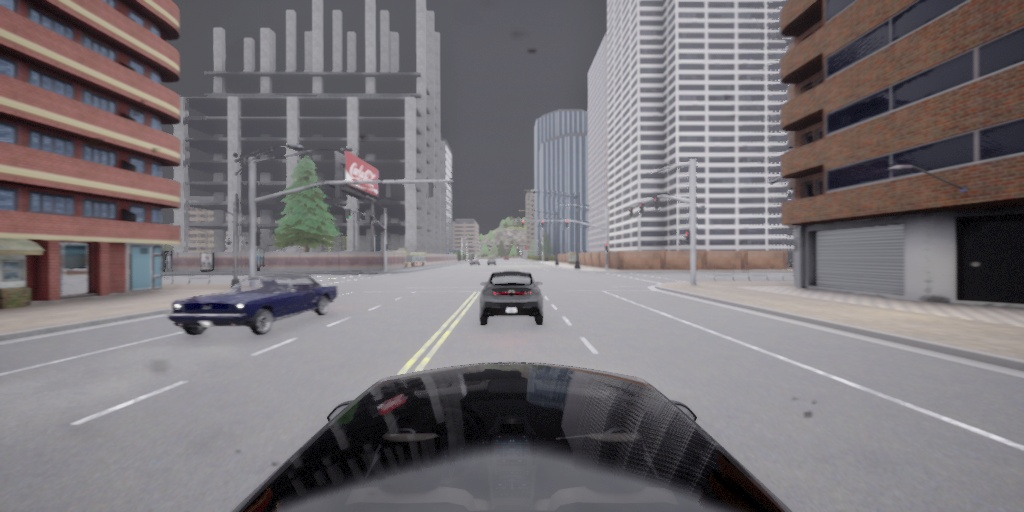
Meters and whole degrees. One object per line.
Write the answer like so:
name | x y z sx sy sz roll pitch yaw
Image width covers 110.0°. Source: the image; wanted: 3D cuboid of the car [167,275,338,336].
car | -7.064 1.248 10.471 1.895 1.301 4.718 0 0 -1

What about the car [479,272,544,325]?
car | -0.018 1.249 11.877 1.837 1.490 4.892 0 -1 0
